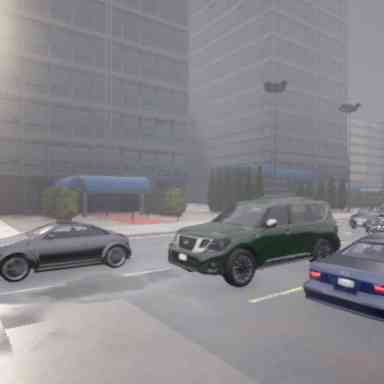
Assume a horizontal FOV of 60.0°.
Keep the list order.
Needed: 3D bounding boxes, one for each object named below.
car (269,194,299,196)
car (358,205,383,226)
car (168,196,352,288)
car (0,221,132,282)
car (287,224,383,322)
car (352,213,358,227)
[{"bbox_3d":[3.725,1.263,15.195,5.566,2.045,2.150,0,0,-35],"label":"car"},{"bbox_3d":[10.005,1.415,15.344,4.553,1.767,2.097,0,0,-35],"label":"car"},{"bbox_3d":[2.037,1.247,9.725,5.566,2.045,2.150,0,0,-35],"label":"car"},{"bbox_3d":[-3.903,1.570,9.800,4.181,1.385,1.994,0,0,-35],"label":"car"},{"bbox_3d":[4.620,1.576,7.014,5.357,1.411,2.033,0,0,-35],"label":"car"},{"bbox_3d":[11.861,1.571,20.918,4.902,1.511,2.128,0,0,-35],"label":"car"}]
